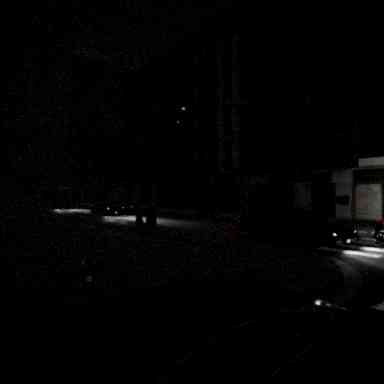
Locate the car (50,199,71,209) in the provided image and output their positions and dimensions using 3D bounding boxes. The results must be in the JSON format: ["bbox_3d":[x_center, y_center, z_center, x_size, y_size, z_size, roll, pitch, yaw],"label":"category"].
[{"bbox_3d":[-18.477,1.663,46.645,1.895,1.301,4.718,-1,0,-36],"label":"car"}]

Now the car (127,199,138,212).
[{"bbox_3d":[-7.369,1.490,35.986,1.994,1.385,4.181,-1,0,-36],"label":"car"}]

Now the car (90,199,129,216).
[{"bbox_3d":[-8.173,1.558,32.037,1.895,1.301,4.718,-1,0,-35],"label":"car"}]

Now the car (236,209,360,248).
[{"bbox_3d":[4.299,1.445,14.551,2.033,1.411,5.357,-1,0,-35],"label":"car"}]

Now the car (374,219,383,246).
[{"bbox_3d":[8.354,1.217,11.483,2.097,1.767,4.553,-1,0,0],"label":"car"}]

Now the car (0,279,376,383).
[{"bbox_3d":[-0.228,1.553,2.651,4.313,1.339,1.947,-1,0,-36],"label":"car"}]
